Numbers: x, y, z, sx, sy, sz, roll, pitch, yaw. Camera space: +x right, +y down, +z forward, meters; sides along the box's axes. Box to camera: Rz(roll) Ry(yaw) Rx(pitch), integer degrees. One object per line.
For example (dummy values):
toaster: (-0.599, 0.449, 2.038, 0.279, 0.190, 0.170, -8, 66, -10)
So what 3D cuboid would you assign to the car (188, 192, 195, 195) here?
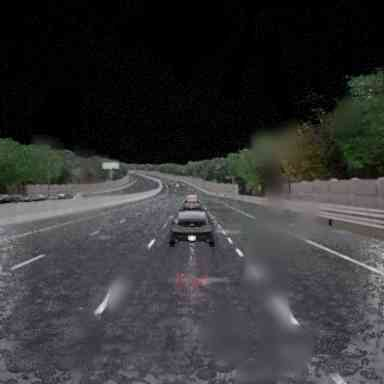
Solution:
car: (-0.009, 1.205, 57.580, 1.882, 1.535, 5.008, 0, 1, 0)

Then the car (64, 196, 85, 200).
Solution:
car: (-17.553, 1.308, 51.483, 1.812, 1.442, 4.674, 0, 0, 1)

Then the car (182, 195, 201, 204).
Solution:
car: (-0.006, 1.379, 36.309, 2.128, 1.511, 4.902, 0, 0, 0)

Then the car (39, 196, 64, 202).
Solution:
car: (-21.040, 1.329, 51.435, 2.033, 1.411, 5.357, 0, 0, 1)

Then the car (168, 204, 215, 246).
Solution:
car: (-0.003, 1.488, 15.043, 1.837, 1.490, 4.892, 0, 0, 0)

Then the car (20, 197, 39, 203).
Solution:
car: (-24.542, 1.383, 51.396, 1.895, 1.301, 4.718, 0, 0, 1)

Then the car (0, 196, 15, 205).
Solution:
car: (-28.050, 1.295, 48.786, 2.128, 1.511, 4.902, 0, 0, 1)
